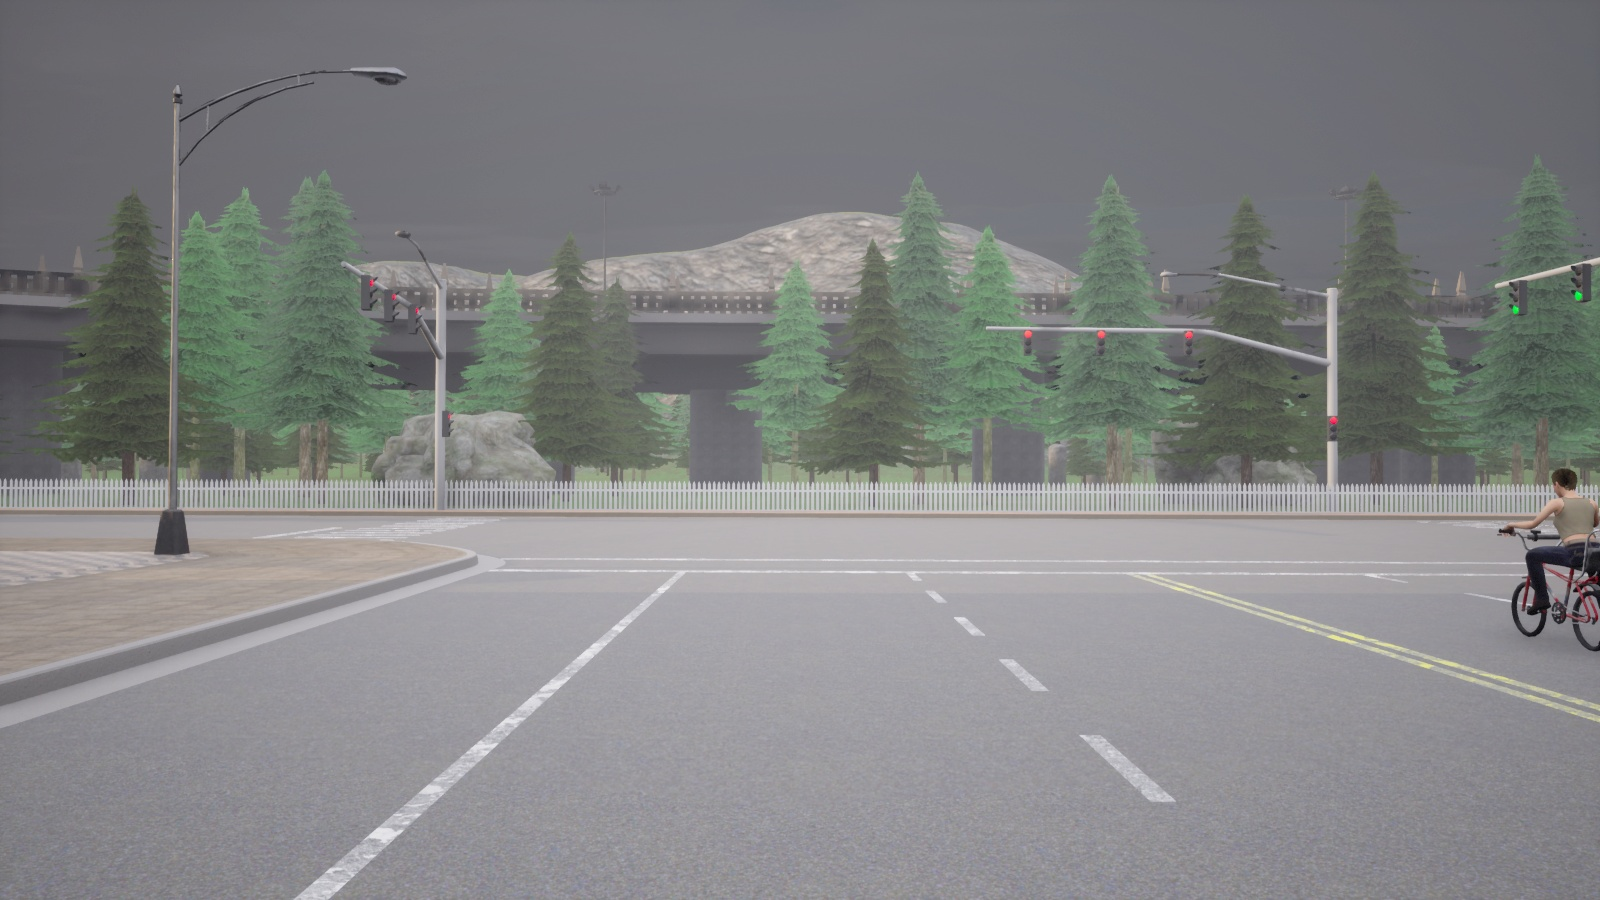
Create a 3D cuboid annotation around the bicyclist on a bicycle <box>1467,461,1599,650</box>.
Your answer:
[{"bbox_3d":[6.975,0.916,11.527,0.866,1.612,1.509,0,-1,0],"label":"bicyclist on a bicycle"}]
